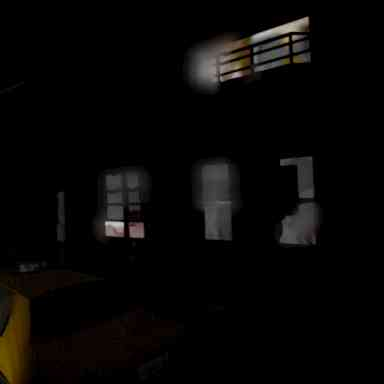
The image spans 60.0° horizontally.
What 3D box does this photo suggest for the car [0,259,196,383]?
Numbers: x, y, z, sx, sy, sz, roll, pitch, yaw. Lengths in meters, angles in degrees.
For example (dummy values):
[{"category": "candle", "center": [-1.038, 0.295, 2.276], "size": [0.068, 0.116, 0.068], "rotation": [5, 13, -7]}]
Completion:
[{"category": "car", "center": [-2.234, 1.567, 4.342], "size": [4.829, 1.417, 1.752], "rotation": [-1, -2, 36]}]
